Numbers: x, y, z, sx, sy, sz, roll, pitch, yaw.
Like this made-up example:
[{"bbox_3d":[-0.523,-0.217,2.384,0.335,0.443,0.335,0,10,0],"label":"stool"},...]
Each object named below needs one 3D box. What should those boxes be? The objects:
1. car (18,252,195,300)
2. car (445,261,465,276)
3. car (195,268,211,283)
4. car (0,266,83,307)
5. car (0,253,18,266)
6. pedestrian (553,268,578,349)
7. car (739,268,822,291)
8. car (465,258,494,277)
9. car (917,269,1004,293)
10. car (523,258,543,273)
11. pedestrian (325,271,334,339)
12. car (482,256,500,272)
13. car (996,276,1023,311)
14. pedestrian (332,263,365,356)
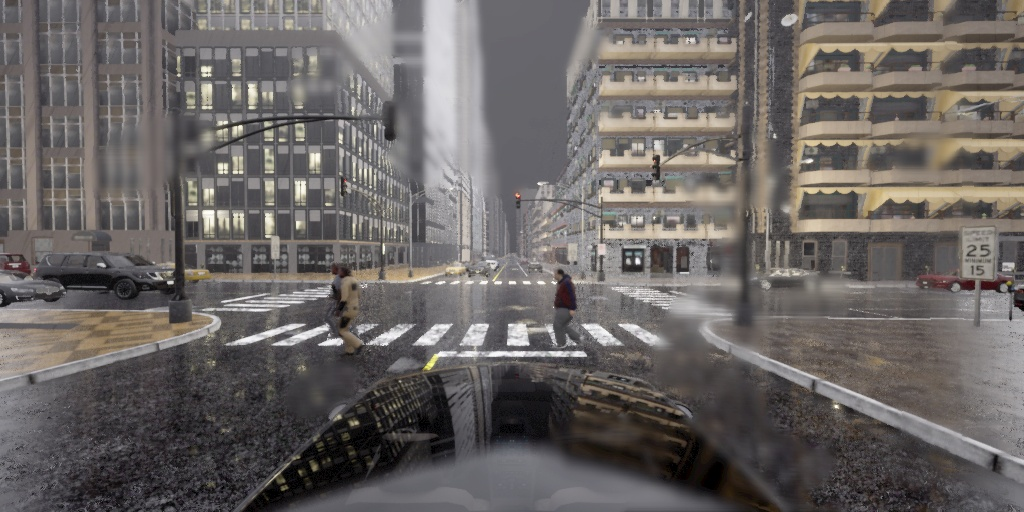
[{"bbox_3d":[-18.484,0.848,16.567,5.566,2.045,2.150,1,1,1],"label":"car"},{"bbox_3d":[-5.695,1.265,36.531,1.751,1.417,4.829,0,0,0],"label":"car"},{"bbox_3d":[-21.669,1.029,22.380,4.829,1.417,1.751,0,0,1],"label":"car"},{"bbox_3d":[-20.287,1.204,14.047,4.403,1.370,2.007,0,0,1],"label":"car"},{"bbox_3d":[-33.616,0.712,22.583,5.009,1.841,2.192,0,0,1],"label":"car"},{"bbox_3d":[1.123,1.042,7.670,0.375,1.860,0.375,-1,1,0],"label":"pedestrian"},{"bbox_3d":[16.307,1.375,21.888,4.403,1.370,2.007,0,0,1],"label":"car"},{"bbox_3d":[-3.099,1.245,34.737,1.837,1.490,4.892,0,0,0],"label":"car"},{"bbox_3d":[27.372,1.461,21.734,4.507,1.381,1.888,0,0,1],"label":"car"},{"bbox_3d":[2.685,1.289,42.356,2.007,1.370,4.403,0,0,0],"label":"car"},{"bbox_3d":[-3.966,1.042,8.269,0.375,1.860,0.375,-1,1,0],"label":"pedestrian"},{"bbox_3d":[-3.100,0.957,47.399,2.150,2.045,5.566,0,0,0],"label":"car"},{"bbox_3d":[21.715,1.576,13.432,4.313,1.339,1.948,0,0,1],"label":"car"},{"bbox_3d":[-3.191,1.042,7.068,0.375,1.860,0.375,-1,1,0],"label":"pedestrian"}]
